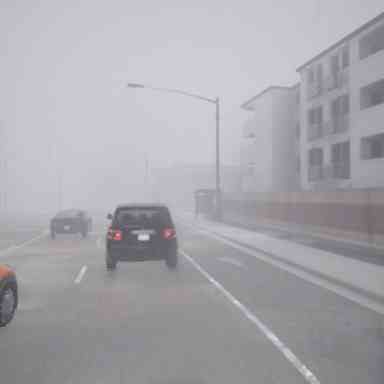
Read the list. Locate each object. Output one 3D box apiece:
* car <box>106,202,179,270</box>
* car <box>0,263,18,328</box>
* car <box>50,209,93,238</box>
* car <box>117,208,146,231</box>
[{"bbox_3d":[-1.833,1.380,11.853,2.150,2.045,5.566,0,-1,-11],"label":"car"},{"bbox_3d":[-4.005,1.419,4.214,2.097,1.767,4.553,0,-1,-8],"label":"car"},{"bbox_3d":[-7.068,1.752,19.853,1.882,1.535,5.008,0,-1,-12],"label":"car"},{"bbox_3d":[-4.507,1.925,24.467,1.895,1.301,4.718,0,-1,-12],"label":"car"}]
